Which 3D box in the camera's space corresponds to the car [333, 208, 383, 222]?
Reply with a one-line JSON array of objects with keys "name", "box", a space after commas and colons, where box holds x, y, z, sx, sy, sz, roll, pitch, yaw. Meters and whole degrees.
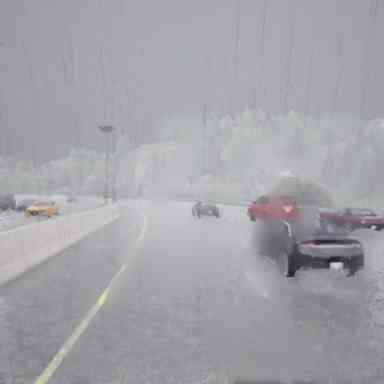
[{"name": "car", "box": [9.489, 1.602, 19.990, 1.895, 1.301, 4.718, 0, 0, -6]}]

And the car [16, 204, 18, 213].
[{"name": "car", "box": [-18.438, 1.490, 37.918, 1.882, 1.535, 5.008, 0, 0, -13]}]

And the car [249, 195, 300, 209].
[{"name": "car", "box": [5.622, 1.224, 23.208, 2.150, 2.045, 5.566, 0, 0, -6]}]

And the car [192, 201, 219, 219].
[{"name": "car", "box": [1.163, 1.531, 29.548, 1.812, 1.442, 4.674, 0, 0, -9]}]

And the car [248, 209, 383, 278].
[{"name": "car", "box": [3.230, 1.493, 10.142, 2.128, 1.511, 4.902, 0, 0, -3]}]
